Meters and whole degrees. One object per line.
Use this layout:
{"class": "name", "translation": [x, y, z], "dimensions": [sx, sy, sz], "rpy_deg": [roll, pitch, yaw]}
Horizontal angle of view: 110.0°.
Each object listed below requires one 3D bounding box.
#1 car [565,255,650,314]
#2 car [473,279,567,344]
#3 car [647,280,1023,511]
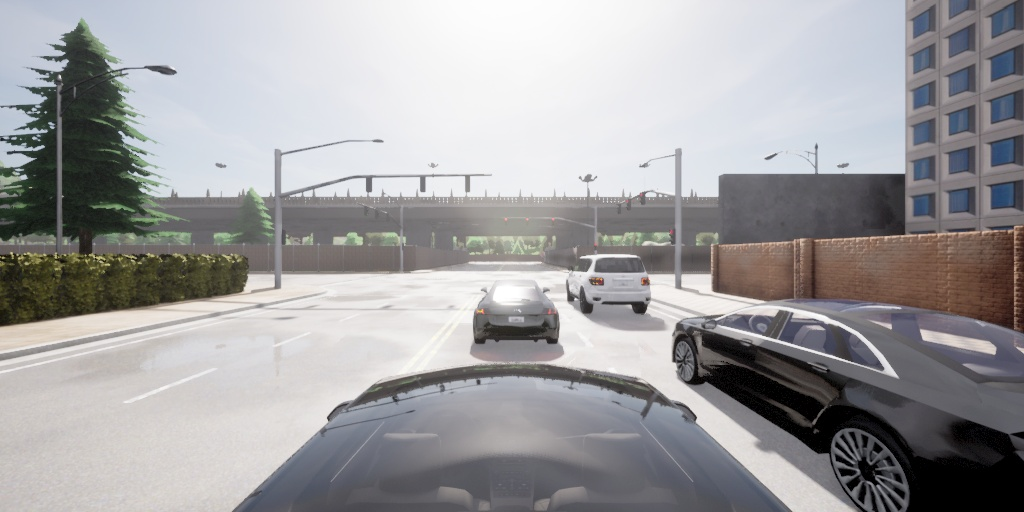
{"class": "car", "translation": [3.488, 0.970, 13.931], "dimensions": [2.150, 2.045, 5.566], "rpy_deg": [0, 0, 0]}
{"class": "car", "translation": [0.092, 1.313, 9.586], "dimensions": [1.994, 1.385, 4.181], "rpy_deg": [0, 0, 0]}
{"class": "car", "translation": [3.595, 1.241, 4.126], "dimensions": [2.128, 1.511, 4.902], "rpy_deg": [0, 0, 0]}
